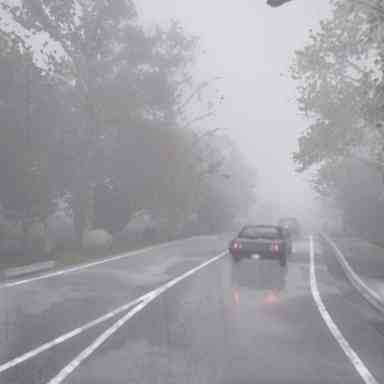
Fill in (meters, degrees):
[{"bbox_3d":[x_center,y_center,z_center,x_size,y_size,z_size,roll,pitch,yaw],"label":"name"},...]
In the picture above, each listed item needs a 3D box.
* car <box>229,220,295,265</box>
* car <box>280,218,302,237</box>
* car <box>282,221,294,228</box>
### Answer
[{"bbox_3d":[2.871,1.948,13.130,1.895,1.301,4.718,0,-3,20],"label":"car"},{"bbox_3d":[7.859,2.853,27.179,2.033,1.411,5.357,0,-5,20],"label":"car"},{"bbox_3d":[19.918,6.735,68.984,1.812,1.442,4.674,0,-5,25],"label":"car"}]
